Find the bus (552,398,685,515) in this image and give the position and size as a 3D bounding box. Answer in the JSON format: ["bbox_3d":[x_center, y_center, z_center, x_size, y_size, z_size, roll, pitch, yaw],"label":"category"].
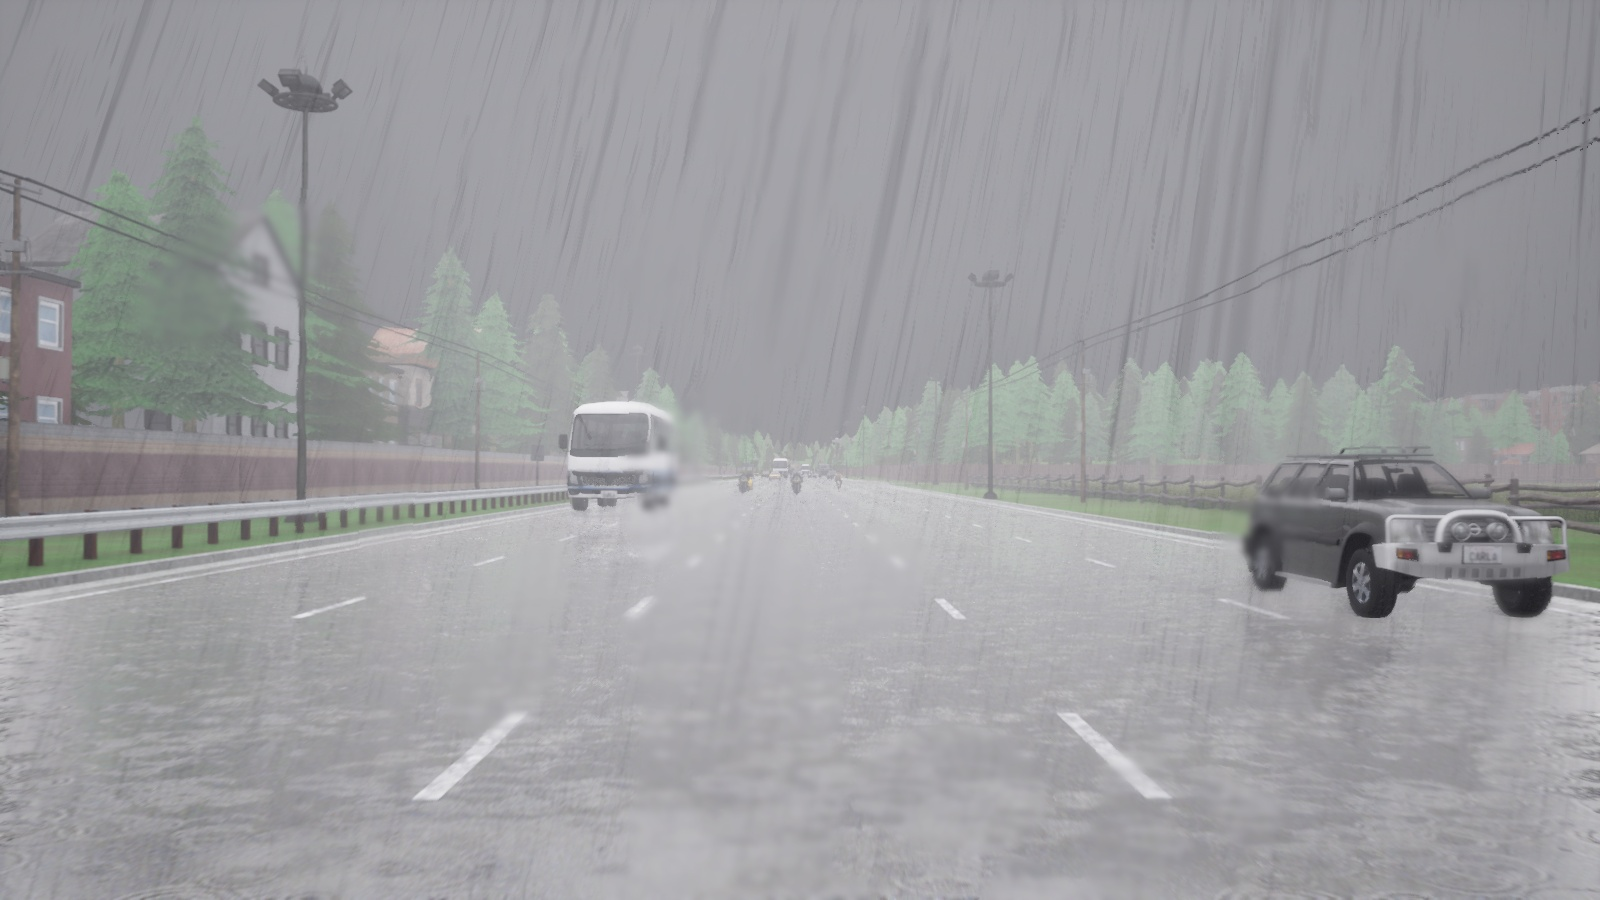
[{"bbox_3d":[-7.128,0.323,51.192,3.944,4.253,10.273,0,-1,0],"label":"bus"}]

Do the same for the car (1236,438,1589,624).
[{"bbox_3d":[6.963,0.854,14.946,1.932,1.855,4.605,0,-1,0],"label":"car"}]
